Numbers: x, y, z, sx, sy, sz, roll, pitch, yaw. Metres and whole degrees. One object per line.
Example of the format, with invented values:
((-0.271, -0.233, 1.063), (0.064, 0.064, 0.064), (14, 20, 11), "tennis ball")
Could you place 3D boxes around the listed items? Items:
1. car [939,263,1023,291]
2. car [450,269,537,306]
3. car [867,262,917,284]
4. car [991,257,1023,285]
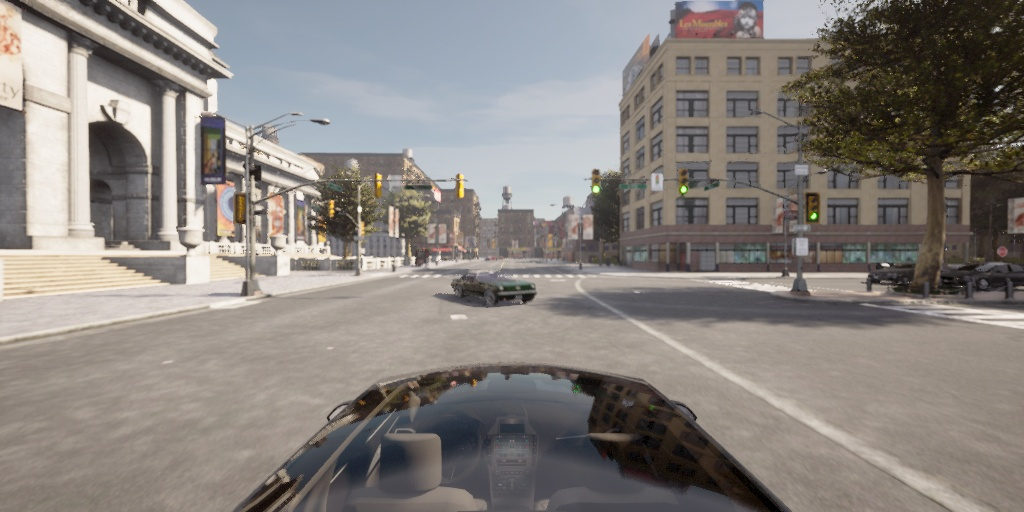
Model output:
((26.891, 1.143, 20.264), (4.892, 1.490, 1.837), (0, 0, 0), "car")
((-0.932, 1.267, 15.507), (1.895, 1.301, 4.718), (0, 0, -32), "car")
((26.442, 1.142, 23.765), (4.674, 1.442, 1.812), (0, 0, 0), "car")
((35.455, 0.969, 23.794), (4.553, 1.767, 2.097), (0, 0, 0), "car")
